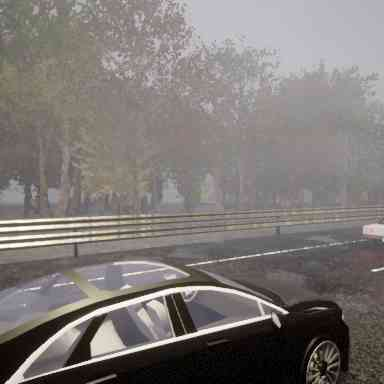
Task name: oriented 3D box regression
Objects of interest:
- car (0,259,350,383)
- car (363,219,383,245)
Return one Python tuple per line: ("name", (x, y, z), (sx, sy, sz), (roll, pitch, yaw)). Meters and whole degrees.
("car", (-0.322, 1.490, 3.422), (4.902, 1.511, 2.128), (0, 0, -35))
("car", (9.404, 1.581, 14.024), (4.718, 1.301, 1.895), (0, 0, -32))
